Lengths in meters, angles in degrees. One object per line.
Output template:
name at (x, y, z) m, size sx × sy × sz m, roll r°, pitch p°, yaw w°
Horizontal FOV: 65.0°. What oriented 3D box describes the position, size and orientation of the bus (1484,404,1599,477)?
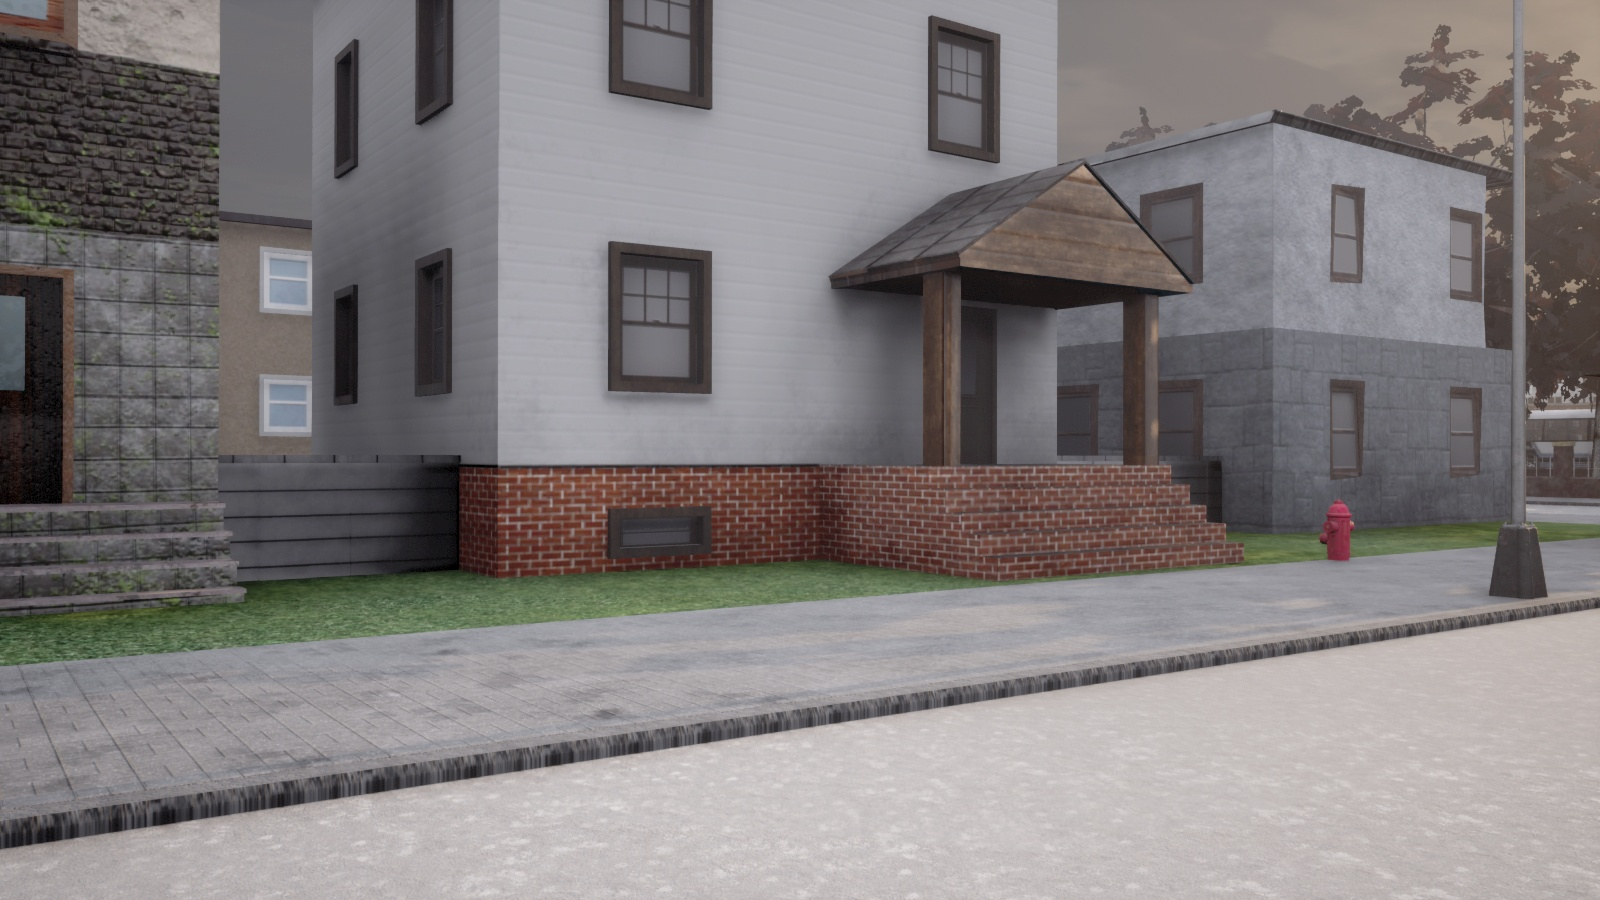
bus at (47.707, -0.547, 76.169) m, size 3.944 × 4.253 × 10.273 m, roll 0°, pitch 0°, yaw -34°
